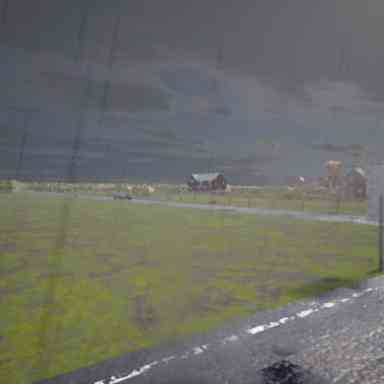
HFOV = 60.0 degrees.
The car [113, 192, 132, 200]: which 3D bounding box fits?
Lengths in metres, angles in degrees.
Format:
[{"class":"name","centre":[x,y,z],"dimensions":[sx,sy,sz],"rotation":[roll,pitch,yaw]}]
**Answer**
[{"class":"car","centre":[-11.497,0.656,55.089],"dimensions":[1.994,1.385,4.181],"rotation":[0,1,-36]}]
